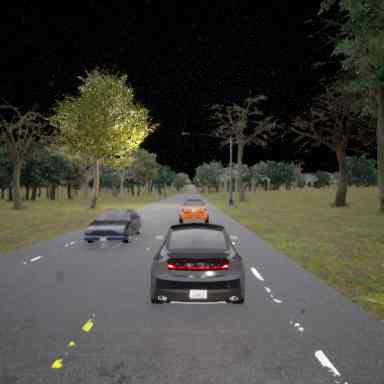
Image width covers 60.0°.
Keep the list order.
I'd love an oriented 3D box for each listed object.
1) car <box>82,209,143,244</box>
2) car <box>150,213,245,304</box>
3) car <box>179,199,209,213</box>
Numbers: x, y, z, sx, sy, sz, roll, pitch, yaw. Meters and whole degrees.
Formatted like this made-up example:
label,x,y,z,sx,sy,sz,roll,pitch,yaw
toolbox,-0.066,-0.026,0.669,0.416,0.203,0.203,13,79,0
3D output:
label,x,y,z,sx,sy,sz,roll,pitch,yaw
car,-3.569,1.528,16.040,2.033,1.411,5.357,0,0,0
car,0.116,1.500,8.112,1.837,1.490,4.892,0,0,0
car,0.149,1.314,25.050,2.097,1.767,4.553,0,0,0
